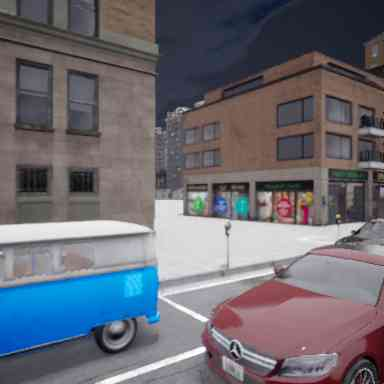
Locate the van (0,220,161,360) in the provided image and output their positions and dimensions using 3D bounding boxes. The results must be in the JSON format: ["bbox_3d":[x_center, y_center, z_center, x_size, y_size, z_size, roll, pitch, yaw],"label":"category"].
[{"bbox_3d":[-2.380,1.341,4.514,3.998,1.788,1.690,0,0,-35],"label":"van"}]

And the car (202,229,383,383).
[{"bbox_3d":[2.305,1.529,4.712,4.674,1.442,1.812,0,0,-36],"label":"car"}]

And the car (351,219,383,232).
[{"bbox_3d":[6.424,1.574,10.790,4.313,1.339,1.947,0,0,-35],"label":"car"}]
